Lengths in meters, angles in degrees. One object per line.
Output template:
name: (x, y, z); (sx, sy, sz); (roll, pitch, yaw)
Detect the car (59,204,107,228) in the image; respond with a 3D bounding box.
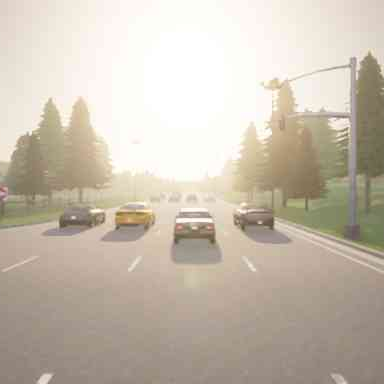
car: (-6.898, 1.452, 21.356); (1.994, 1.385, 4.181); (0, 0, 0)

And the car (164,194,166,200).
car: (-6.993, 0.799, 74.712); (2.097, 1.767, 4.553); (0, 0, 0)

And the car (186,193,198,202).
car: (0.006, 1.015, 64.676); (2.097, 1.767, 4.553); (0, 0, 0)

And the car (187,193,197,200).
car: (0.007, 0.996, 74.742); (1.994, 1.385, 4.181); (0, 0, 0)

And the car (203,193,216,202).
car: (3.506, 1.189, 64.740); (1.812, 1.442, 4.674); (0, 0, 0)

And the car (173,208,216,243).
car: (0.102, 1.465, 15.694); (2.033, 1.411, 5.357); (0, 0, 0)

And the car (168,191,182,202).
car: (-3.494, 1.143, 64.323); (1.882, 1.535, 5.008); (0, 0, 0)

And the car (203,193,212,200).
car: (3.507, 0.968, 74.742); (1.812, 1.442, 4.674); (0, 0, 0)

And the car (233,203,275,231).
car: (3.603, 1.387, 19.971); (2.128, 1.511, 4.902); (0, 0, 0)

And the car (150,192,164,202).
car: (-6.994, 1.169, 64.324); (1.837, 1.490, 4.892); (0, 0, 0)

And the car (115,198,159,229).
car: (-3.397, 1.370, 20.536); (1.882, 1.535, 5.008); (0, 0, 0)
